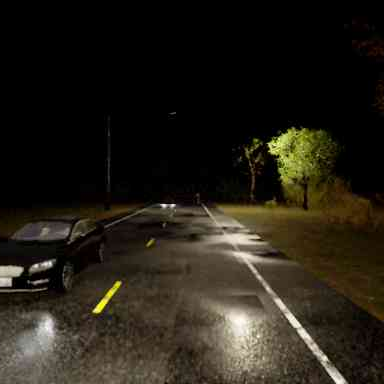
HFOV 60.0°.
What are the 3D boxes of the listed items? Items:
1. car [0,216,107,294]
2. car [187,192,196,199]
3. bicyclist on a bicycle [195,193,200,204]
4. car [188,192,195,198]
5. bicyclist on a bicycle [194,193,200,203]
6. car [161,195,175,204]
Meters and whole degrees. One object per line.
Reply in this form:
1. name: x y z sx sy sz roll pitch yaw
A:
1. car: -3.617 1.437 8.779 2.128 1.511 4.902 0 0 0
2. car: -0.161 0.995 76.256 1.994 1.385 4.181 0 0 0
3. bicyclist on a bicycle: 0.863 1.060 47.047 0.659 1.776 1.843 0 1 0
4. car: -0.188 0.756 89.324 1.837 1.490 4.892 0 0 0
5. bicyclist on a bicycle: 0.843 1.062 56.421 0.866 1.612 1.509 0 0 0
6. car: -3.676 1.218 52.387 1.994 1.385 4.181 0 0 0
